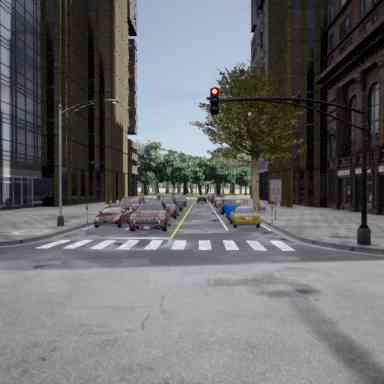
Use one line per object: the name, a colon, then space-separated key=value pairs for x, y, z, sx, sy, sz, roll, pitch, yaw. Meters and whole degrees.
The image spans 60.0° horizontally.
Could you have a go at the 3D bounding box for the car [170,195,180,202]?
car: x=-3.714 y=1.446 z=73.022 sx=1.802 sy=1.307 sz=4.206 roll=0 pitch=0 yaw=2

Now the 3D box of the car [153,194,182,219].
car: x=-2.255 y=1.324 z=28.988 sx=2.097 sy=1.767 sz=4.553 roll=0 pitch=0 yaw=2

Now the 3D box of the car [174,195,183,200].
car: x=-3.402 y=1.375 z=84.376 sx=1.887 sy=1.381 sz=4.507 roll=0 pitch=0 yaw=2

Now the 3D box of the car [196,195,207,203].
car: x=1.959 y=1.389 z=65.843 sx=1.837 sy=1.490 sz=4.892 roll=0 pitch=0 yaw=2

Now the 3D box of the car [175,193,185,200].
car: x=-3.248 y=1.128 z=90.053 sx=2.192 sy=1.841 sz=5.009 roll=0 pitch=0 yaw=2

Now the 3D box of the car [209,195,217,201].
car: x=4.964 y=1.429 z=78.469 sx=1.802 sy=1.307 sz=4.206 roll=0 pitch=0 yaw=2

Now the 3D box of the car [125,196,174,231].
car: x=-2.442 y=1.337 z=20.178 sx=2.097 sy=1.767 sz=4.553 roll=0 pitch=0 yaw=0

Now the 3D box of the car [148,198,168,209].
car: x=-4.497 y=1.491 z=44.635 sx=2.008 sy=1.369 sz=4.403 roll=-1 pitch=0 yaw=2

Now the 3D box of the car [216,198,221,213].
car: x=3.713 y=1.531 z=33.053 sx=1.947 sy=1.339 sz=4.313 roll=-1 pitch=0 yaw=2

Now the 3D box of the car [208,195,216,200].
car: x=5.276 y=1.379 z=89.823 sx=1.947 sy=1.339 sz=4.313 roll=0 pitch=0 yaw=2

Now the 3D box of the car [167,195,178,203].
car: x=-3.871 y=1.425 z=67.344 sx=1.887 sy=1.381 sz=4.507 roll=0 pitch=0 yaw=2

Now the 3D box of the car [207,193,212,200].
car: x=4.493 y=1.211 z=61.437 sx=2.192 sy=1.841 sz=5.009 roll=-1 pitch=0 yaw=2

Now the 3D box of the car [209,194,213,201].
car: x=4.338 y=1.462 z=55.761 sx=2.008 sy=1.369 sz=4.403 roll=-1 pitch=0 yaw=2

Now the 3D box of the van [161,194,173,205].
van: x=-4.186 y=1.252 z=55.989 sx=1.690 sy=1.788 sz=3.998 roll=0 pitch=0 yaw=2

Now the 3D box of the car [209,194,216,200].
car: x=5.124 y=1.355 z=84.315 sx=1.752 sy=1.417 sz=4.829 roll=0 pitch=0 yaw=2

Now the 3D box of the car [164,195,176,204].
car: x=-4.028 y=1.336 z=61.667 sx=1.967 sy=1.590 sz=4.097 roll=0 pitch=0 yaw=2

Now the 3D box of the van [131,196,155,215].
van: x=-4.812 y=1.306 z=33.279 sx=1.690 sy=1.788 sz=3.998 roll=-1 pitch=0 yaw=2

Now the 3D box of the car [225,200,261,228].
car: x=3.404 y=1.508 z=21.867 sx=1.752 sy=1.417 sz=4.829 roll=-1 pitch=0 yaw=2

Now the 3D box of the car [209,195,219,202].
car: x=4.807 y=1.415 z=72.791 sx=2.008 sy=1.369 sz=4.403 roll=0 pitch=0 yaw=2

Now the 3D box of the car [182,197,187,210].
car: x=-1.973 y=1.554 z=39.104 sx=1.895 sy=1.301 sz=4.718 roll=0 pitch=0 yaw=2

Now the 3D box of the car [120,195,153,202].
car: x=-4.969 y=1.290 z=27.601 sx=2.192 sy=1.841 sz=5.009 roll=-1 pitch=0 yaw=2

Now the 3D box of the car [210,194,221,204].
car: x=4.182 y=1.471 z=50.084 sx=1.887 sy=1.381 sz=4.507 roll=-1 pitch=0 yaw=2

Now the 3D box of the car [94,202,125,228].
car: x=-5.122 y=1.565 z=21.923 sx=1.802 sy=1.307 sz=4.206 roll=-1 pitch=0 yaw=2

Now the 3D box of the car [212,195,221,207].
car: x=4.030 y=1.466 z=44.577 sx=1.752 sy=1.417 sz=4.829 roll=-1 pitch=0 yaw=2

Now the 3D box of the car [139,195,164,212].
car: x=-4.655 y=1.269 z=38.957 sx=2.192 sy=1.841 sz=5.009 roll=-1 pitch=0 yaw=2

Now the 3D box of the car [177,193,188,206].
car: x=-1.654 y=1.428 z=49.228 sx=1.837 sy=1.490 sz=4.892 roll=0 pitch=2 yaw=3

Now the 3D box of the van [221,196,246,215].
van: x=3.554 y=1.316 z=27.375 sx=1.690 sy=1.788 sz=3.998 roll=-1 pitch=0 yaw=2
